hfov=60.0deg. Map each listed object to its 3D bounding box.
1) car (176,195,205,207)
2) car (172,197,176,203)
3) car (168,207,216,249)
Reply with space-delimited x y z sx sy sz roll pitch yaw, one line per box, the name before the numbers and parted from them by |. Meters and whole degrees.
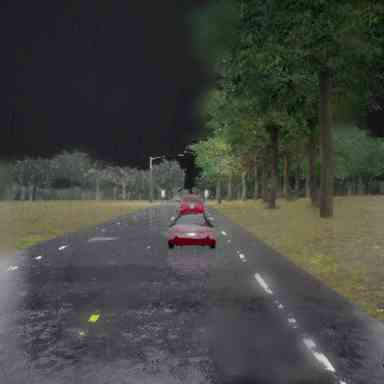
car | 0.000 1.294 29.713 2.150 2.045 5.566 0 0 0
car | -3.501 1.749 76.790 1.994 1.385 4.181 0 -1 0
car | 0.000 1.586 14.664 1.994 1.385 4.181 0 0 0
